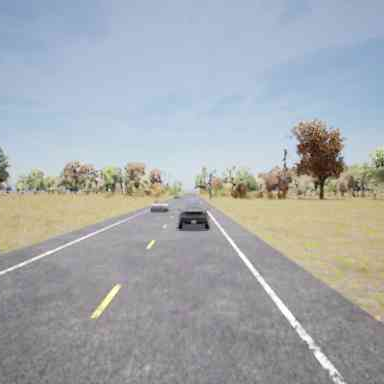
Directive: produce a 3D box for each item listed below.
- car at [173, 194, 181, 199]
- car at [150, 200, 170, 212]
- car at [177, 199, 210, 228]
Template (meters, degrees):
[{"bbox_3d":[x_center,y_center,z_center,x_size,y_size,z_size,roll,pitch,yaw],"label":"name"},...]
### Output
[{"bbox_3d":[-3.470,1.062,78.263,1.882,1.535,5.008,0,0,0],"label":"car"},{"bbox_3d":[-3.578,1.538,37.371,1.895,1.301,4.718,0,0,0],"label":"car"},{"bbox_3d":[0.109,1.468,21.647,1.837,1.490,4.892,0,0,0],"label":"car"}]
